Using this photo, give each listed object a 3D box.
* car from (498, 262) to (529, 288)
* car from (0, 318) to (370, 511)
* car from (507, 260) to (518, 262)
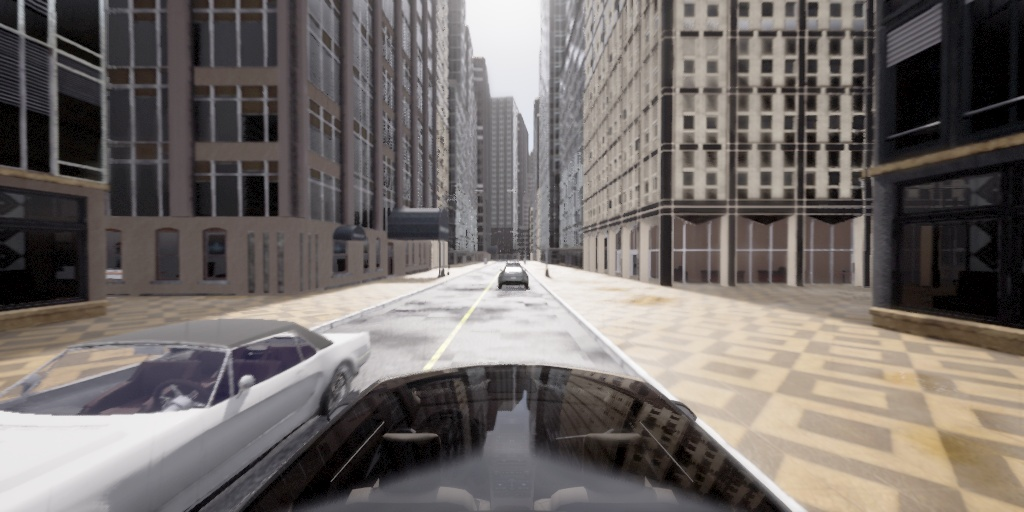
[{"bbox_3d":[0.091,1.321,24.004,1.994,1.385,4.181,0,0,0],"label":"car"},{"bbox_3d":[-3.071,1.351,3.163,1.895,1.301,4.718,0,0,0],"label":"car"},{"bbox_3d":[0.101,1.269,45.556,2.128,1.511,4.902,0,0,0],"label":"car"}]
